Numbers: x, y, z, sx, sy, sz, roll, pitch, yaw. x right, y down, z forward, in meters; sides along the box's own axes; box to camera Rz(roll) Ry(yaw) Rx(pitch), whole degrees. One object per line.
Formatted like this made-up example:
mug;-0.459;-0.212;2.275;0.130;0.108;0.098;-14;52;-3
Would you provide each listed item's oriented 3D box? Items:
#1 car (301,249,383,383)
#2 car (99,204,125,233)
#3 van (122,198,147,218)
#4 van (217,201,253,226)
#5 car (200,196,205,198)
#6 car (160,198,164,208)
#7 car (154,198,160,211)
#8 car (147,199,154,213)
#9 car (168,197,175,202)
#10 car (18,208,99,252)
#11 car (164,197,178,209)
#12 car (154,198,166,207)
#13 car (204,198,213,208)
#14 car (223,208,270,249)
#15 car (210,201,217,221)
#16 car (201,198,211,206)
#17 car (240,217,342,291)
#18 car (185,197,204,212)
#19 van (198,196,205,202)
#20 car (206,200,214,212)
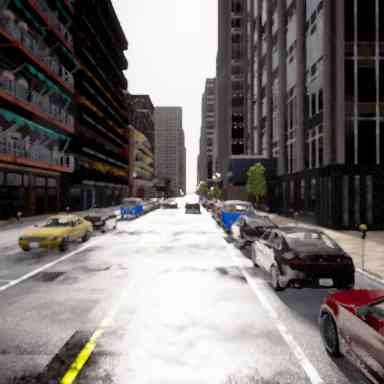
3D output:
car;2.692;1.597;3.223;1.802;1.307;4.206;0;0;0
car;-5.683;1.653;20.216;2.008;1.369;4.403;0;0;0
van;-5.680;1.504;31.546;1.690;1.788;3.998;0;0;0
van;2.697;1.444;20.215;1.690;1.788;3.998;0;0;0
car;2.707;1.729;54.197;1.967;1.590;4.097;0;0;0
car;-5.674;1.696;48.535;1.967;1.590;4.097;0;0;0
car;-5.676;1.790;42.872;1.947;1.339;4.313;0;0;0
car;-5.678;1.718;37.039;1.752;1.417;4.829;0;0;0
car;-5.662;2.097;93.672;1.752;1.417;4.829;0;0;0
car;-5.685;1.596;14.382;1.752;1.417;4.829;0;0;0
car;-3.060;1.825;49.276;1.994;1.385;4.181;0;0;0
car;-5.671;1.851;59.691;1.752;1.417;4.829;0;0;0
car;2.704;1.769;42.870;1.887;1.381;4.507;0;0;0
car;2.695;1.623;14.549;2.008;1.369;4.403;0;0;0
car;2.699;1.678;25.878;1.887;1.381;4.507;0;0;0
car;2.710;1.892;65.690;1.752;1.417;4.829;0;0;0
car;2.694;1.593;8.887;2.008;1.369;4.403;0;0;0
car;0.112;1.707;41.331;2.128;1.511;4.902;0;0;0
van;2.718;1.914;93.841;1.690;1.788;3.998;0;0;0
car;2.701;1.714;31.542;2.008;1.369;4.403;0;0;0
